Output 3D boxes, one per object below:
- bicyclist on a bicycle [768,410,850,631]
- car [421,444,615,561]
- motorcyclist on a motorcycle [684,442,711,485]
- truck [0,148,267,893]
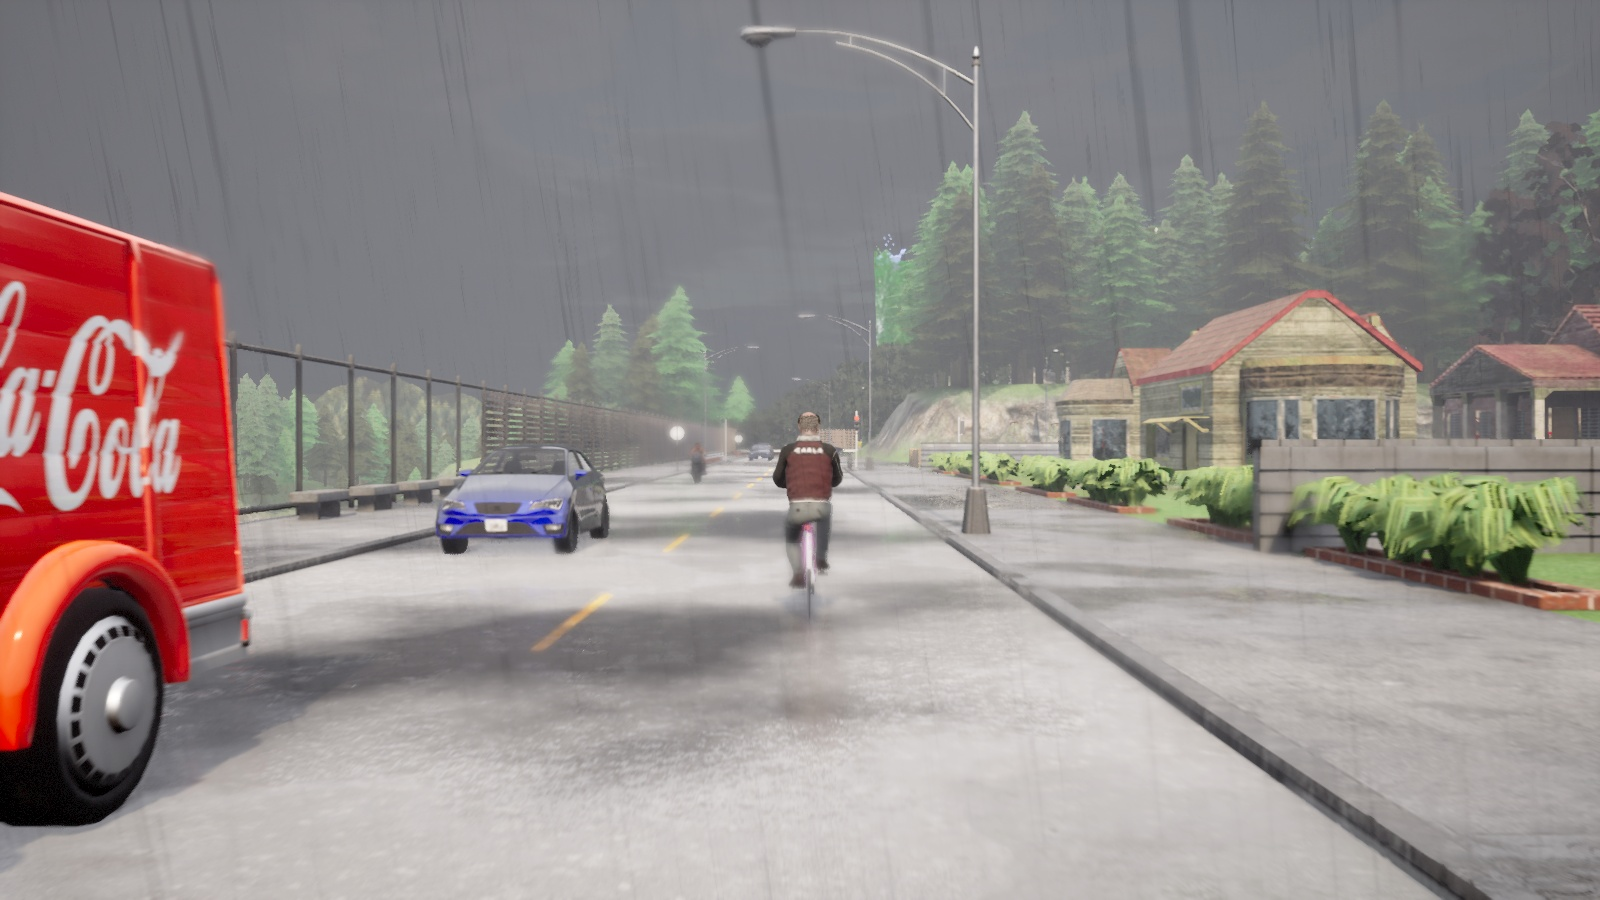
[{"bbox_3d":[0.078,0.555,11.002,0.659,1.776,1.843,0,1,0],"label":"bicyclist on a bicycle"},{"bbox_3d":[-3.882,0.655,18.001,1.816,1.474,4.193,0,0,0],"label":"car"},{"bbox_3d":[-3.722,0.468,45.599,0.797,1.523,2.044,0,0,0],"label":"motorcyclist on a motorcycle"},{"bbox_3d":[-3.964,0.236,3.609,2.627,2.467,5.204,0,0,0],"label":"truck"}]
